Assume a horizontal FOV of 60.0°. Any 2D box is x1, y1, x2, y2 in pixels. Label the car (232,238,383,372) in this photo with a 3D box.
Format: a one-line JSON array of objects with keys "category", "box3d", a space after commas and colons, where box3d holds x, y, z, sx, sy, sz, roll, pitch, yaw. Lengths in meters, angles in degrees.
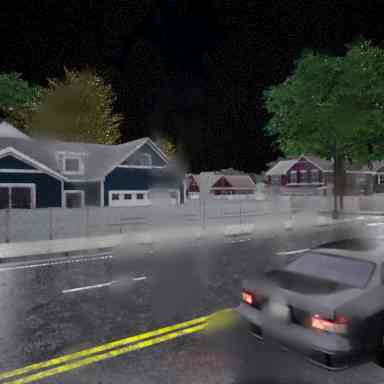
[{"category": "car", "box3d": [3.143, 1.541, 5.709, 5.357, 1.411, 2.033, 0, 0, -36]}]
